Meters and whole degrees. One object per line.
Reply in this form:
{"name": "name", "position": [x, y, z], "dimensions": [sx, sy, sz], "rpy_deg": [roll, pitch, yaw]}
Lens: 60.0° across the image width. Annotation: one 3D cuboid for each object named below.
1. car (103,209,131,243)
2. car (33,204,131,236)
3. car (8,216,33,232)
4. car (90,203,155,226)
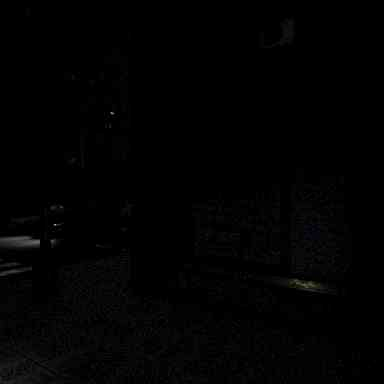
{"name": "car", "position": [-1.570, 1.560, 15.166], "dimensions": [1.947, 1.339, 4.313], "rpy_deg": [0, 0, 36]}
{"name": "car", "position": [-5.870, 1.523, 18.581], "dimensions": [1.837, 1.490, 4.892], "rpy_deg": [0, 0, 35]}
{"name": "car", "position": [-8.190, 1.554, 19.706], "dimensions": [1.752, 1.417, 4.829], "rpy_deg": [0, 0, 36]}
{"name": "car", "position": [-4.940, 1.583, 24.246], "dimensions": [2.008, 1.369, 4.403], "rpy_deg": [0, 0, 36]}
